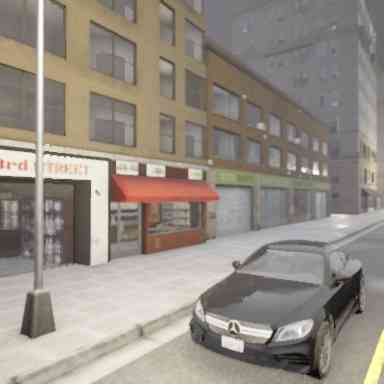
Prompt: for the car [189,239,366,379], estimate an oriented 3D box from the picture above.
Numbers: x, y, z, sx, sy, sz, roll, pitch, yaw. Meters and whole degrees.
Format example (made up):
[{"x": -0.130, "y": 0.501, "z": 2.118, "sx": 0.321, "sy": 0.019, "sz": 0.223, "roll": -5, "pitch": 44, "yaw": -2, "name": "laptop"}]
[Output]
[{"x": 1.851, "y": 1.642, "z": 5.960, "sx": 1.812, "sy": 1.442, "sz": 4.674, "roll": -1, "pitch": -1, "yaw": 36, "name": "car"}]
